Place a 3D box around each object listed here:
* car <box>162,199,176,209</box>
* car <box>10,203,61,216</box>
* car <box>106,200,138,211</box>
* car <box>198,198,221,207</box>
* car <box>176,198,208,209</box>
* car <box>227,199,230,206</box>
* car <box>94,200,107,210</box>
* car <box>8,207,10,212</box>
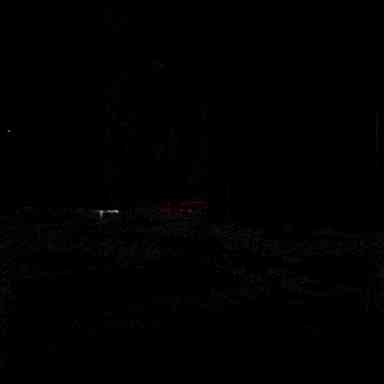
[{"bbox_3d":[-2.727,1.884,52.399,1.812,1.442,4.674,-1,0,36],"label":"car"},{"bbox_3d":[-17.461,1.956,37.722,1.895,1.301,4.718,-1,0,36],"label":"car"},{"bbox_3d":[-9.814,1.937,48.341,1.994,1.385,4.181,-1,0,36],"label":"car"},{"bbox_3d":[3.261,1.900,60.812,1.812,1.442,4.674,-1,0,36],"label":"car"},{"bbox_3d":[0.220,1.687,50.926,2.097,1.767,4.553,-1,0,36],"label":"car"},{"bbox_3d":[5.900,1.914,58.913,1.994,1.385,4.181,-1,0,36],"label":"car"},{"bbox_3d":[-12.544,1.923,50.112,1.812,1.442,4.674,-1,0,36],"label":"car"},{"bbox_3d":[-19.545,1.981,40.389,1.895,1.301,4.718,-1,0,36],"label":"car"}]
